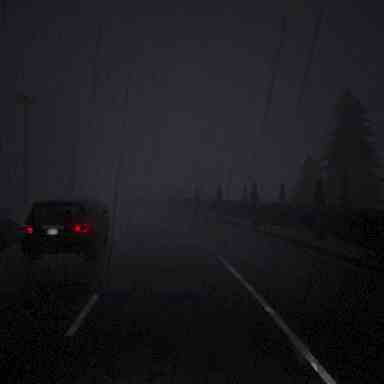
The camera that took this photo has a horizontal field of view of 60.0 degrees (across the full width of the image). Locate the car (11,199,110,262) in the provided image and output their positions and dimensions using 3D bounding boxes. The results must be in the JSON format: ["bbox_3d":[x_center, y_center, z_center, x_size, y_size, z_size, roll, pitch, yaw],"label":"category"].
[{"bbox_3d":[-4.487,1.274,12.553,2.150,2.045,5.566,0,0,-8],"label":"car"}]

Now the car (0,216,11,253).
[{"bbox_3d":[-8.177,1.633,13.387,1.994,1.385,4.181,0,0,-9],"label":"car"}]

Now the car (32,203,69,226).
[{"bbox_3d":[-10.978,1.680,26.110,2.033,1.411,5.357,0,0,-16],"label":"car"}]

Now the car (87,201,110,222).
[{"bbox_3d":[-8.246,1.638,29.077,1.837,1.490,4.892,0,0,-18],"label":"car"}]
